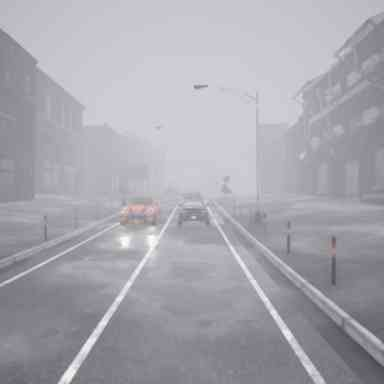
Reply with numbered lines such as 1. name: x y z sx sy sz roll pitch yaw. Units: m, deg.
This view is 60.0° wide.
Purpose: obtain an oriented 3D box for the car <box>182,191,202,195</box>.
1. car: 0.262 0.615 38.930 1.994 1.385 4.181 0 1 2

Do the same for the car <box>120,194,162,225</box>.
1. car: -3.091 1.000 20.771 2.097 1.767 4.553 0 2 0

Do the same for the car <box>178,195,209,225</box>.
1. car: 0.099 1.167 20.970 1.812 1.442 4.674 0 2 0
